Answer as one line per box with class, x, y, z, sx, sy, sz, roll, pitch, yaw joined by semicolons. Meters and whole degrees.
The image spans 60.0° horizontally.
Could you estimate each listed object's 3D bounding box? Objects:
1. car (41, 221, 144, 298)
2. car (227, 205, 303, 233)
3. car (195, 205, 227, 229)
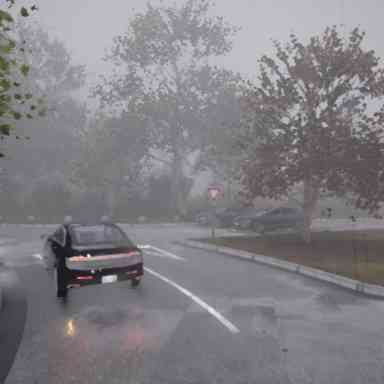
car;-2.783;1.531;8.792;2.128;1.511;4.902;0;0;-28
car;4.879;1.640;20.423;4.892;1.490;1.837;0;0;-22
car;2.552;1.644;22.859;4.892;1.490;1.837;1;0;-24
